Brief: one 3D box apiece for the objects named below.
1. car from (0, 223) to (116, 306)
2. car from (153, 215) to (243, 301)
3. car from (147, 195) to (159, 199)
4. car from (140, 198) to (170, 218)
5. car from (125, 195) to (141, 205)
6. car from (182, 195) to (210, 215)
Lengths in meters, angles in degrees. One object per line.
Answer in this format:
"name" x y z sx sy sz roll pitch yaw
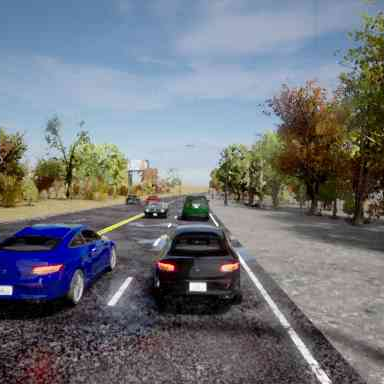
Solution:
"car" -3.092 1.453 7.777 1.812 1.442 4.674 2 0 0
"car" 0.156 1.531 8.240 1.812 1.442 4.674 0 0 1
"car" -6.018 1.276 51.642 1.882 1.535 5.008 2 0 1
"car" -2.927 1.521 28.858 1.895 1.301 4.718 2 0 1
"car" -9.253 1.206 52.308 1.837 1.490 4.892 2 0 1
"car" 0.319 1.224 28.066 2.150 2.045 5.566 1 0 0
